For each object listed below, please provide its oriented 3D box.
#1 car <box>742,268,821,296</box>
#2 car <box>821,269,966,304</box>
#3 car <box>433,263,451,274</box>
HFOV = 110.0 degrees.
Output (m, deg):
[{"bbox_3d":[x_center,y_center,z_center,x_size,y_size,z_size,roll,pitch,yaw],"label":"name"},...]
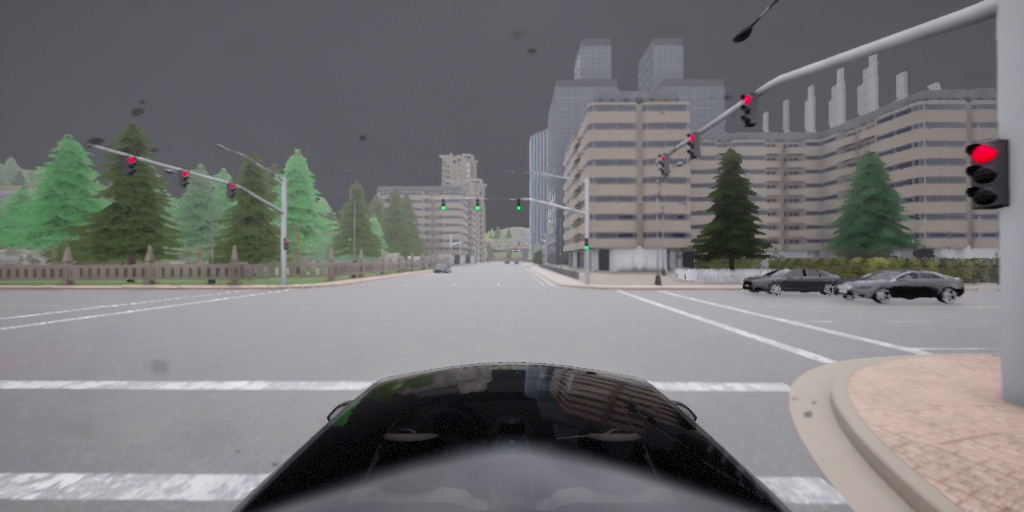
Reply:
[{"bbox_3d":[15.709,1.423,20.237,4.892,1.490,1.837,0,-1,1],"label":"car"},{"bbox_3d":[17.899,1.377,16.719,4.902,1.511,2.128,0,-1,1],"label":"car"},{"bbox_3d":[-9.613,1.752,49.660,1.837,1.490,4.892,0,1,1],"label":"car"}]
